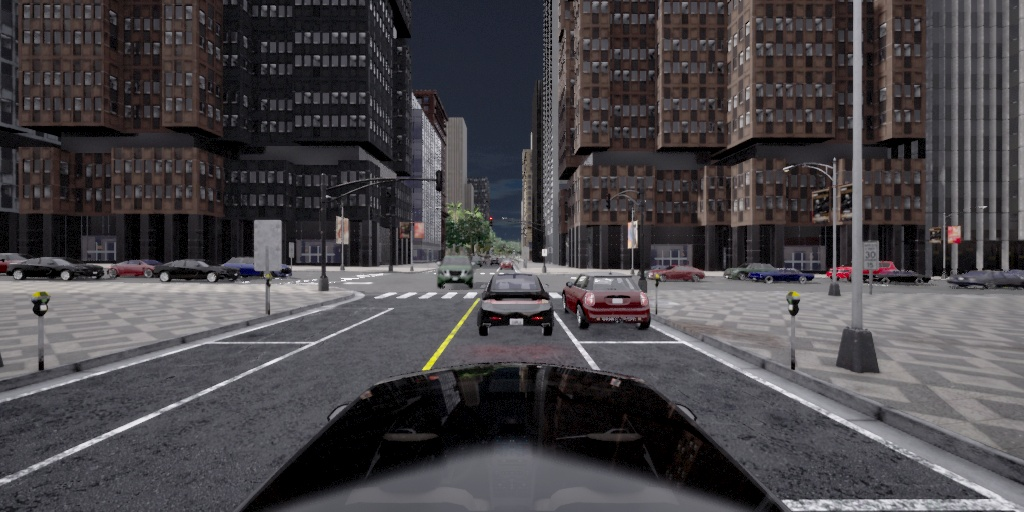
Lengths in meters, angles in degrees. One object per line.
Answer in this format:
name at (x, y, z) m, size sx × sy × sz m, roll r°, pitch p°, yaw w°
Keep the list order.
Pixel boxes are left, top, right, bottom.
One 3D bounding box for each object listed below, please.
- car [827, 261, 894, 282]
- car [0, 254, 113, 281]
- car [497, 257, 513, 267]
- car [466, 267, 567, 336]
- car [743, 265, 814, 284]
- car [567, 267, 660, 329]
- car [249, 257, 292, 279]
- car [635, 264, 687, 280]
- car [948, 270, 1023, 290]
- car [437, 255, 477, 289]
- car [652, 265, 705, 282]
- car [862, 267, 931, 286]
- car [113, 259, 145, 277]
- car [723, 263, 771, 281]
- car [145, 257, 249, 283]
car at (33.935, 1.488, 34.788) m, size 5.566 × 2.045 × 2.150 m, roll 1°, pitch 0°, yaw -1°
car at (-30.738, 0.829, 24.283) m, size 5.008 × 1.535 × 1.882 m, roll 1°, pitch 0°, yaw 0°
car at (-0.755, 1.204, 52.625) m, size 1.967 × 1.591 × 4.097 m, roll 0°, pitch 0°, yaw -1°
car at (0.077, 1.242, 10.358) m, size 2.128 × 1.511 × 4.902 m, roll 0°, pitch 0°, yaw -1°
car at (23.460, 1.718, 31.457) m, size 4.718 × 1.301 × 1.895 m, roll 1°, pitch 0°, yaw 0°
car at (2.735, 1.191, 11.244) m, size 1.967 × 1.591 × 4.097 m, roll 0°, pitch 0°, yaw 0°
car at (-19.561, 0.858, 27.629) m, size 4.553 × 1.767 × 2.097 m, roll 1°, pitch 0°, yaw 0°
car at (14.344, 1.546, 34.627) m, size 4.181 × 1.385 × 1.994 m, roll 1°, pitch 0°, yaw -1°
car at (37.698, 1.876, 28.131) m, size 5.357 × 1.411 × 2.033 m, roll 1°, pitch 0°, yaw 0°
car at (-3.624, 0.959, 23.372) m, size 2.150 × 2.045 × 5.566 m, roll 1°, pitch 0°, yaw -8°
car at (14.355, 1.511, 31.375) m, size 4.674 × 1.442 × 1.812 m, roll 1°, pitch 0°, yaw -1°
car at (33.489, 1.864, 31.536) m, size 4.718 × 1.301 × 1.895 m, roll 1°, pitch 0°, yaw 0°
car at (-28.205, 0.949, 27.548) m, size 4.181 × 1.385 × 1.994 m, roll 1°, pitch 0°, yaw -1°
car at (23.049, 1.460, 34.702) m, size 4.553 × 1.767 × 2.097 m, roll 1°, pitch 0°, yaw -1°
car at (-21.271, 0.963, 24.363) m, size 5.008 × 1.535 × 1.882 m, roll 1°, pitch 0°, yaw -1°
